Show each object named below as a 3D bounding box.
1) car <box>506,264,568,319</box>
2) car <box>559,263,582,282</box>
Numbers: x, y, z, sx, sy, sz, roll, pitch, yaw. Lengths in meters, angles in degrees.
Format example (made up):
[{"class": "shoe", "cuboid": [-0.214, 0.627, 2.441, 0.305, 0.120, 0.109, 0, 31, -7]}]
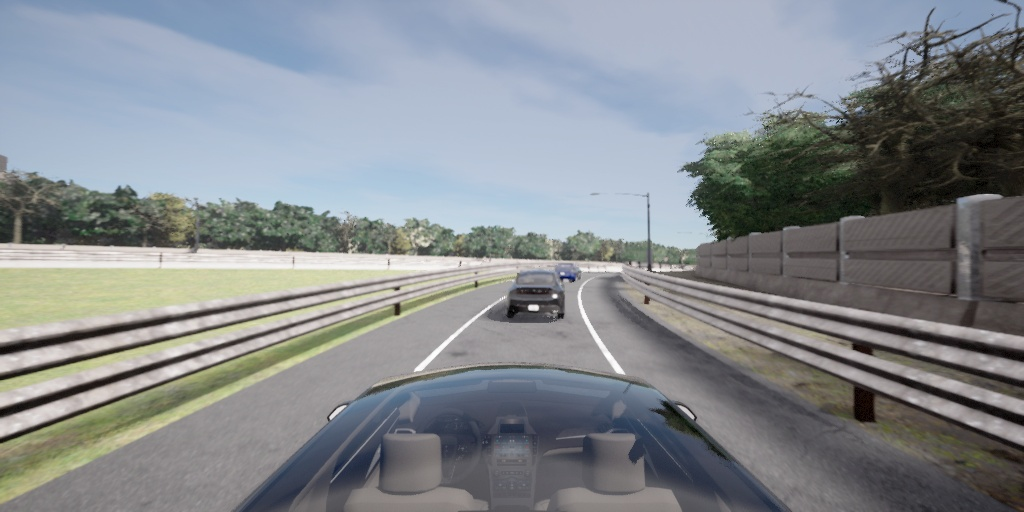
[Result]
[{"class": "car", "cuboid": [0.972, 1.241, 12.913, 1.837, 1.490, 4.892, 0, 1, 8]}, {"class": "car", "cuboid": [4.259, 1.239, 27.825, 1.994, 1.385, 4.181, 0, 0, 18]}]
